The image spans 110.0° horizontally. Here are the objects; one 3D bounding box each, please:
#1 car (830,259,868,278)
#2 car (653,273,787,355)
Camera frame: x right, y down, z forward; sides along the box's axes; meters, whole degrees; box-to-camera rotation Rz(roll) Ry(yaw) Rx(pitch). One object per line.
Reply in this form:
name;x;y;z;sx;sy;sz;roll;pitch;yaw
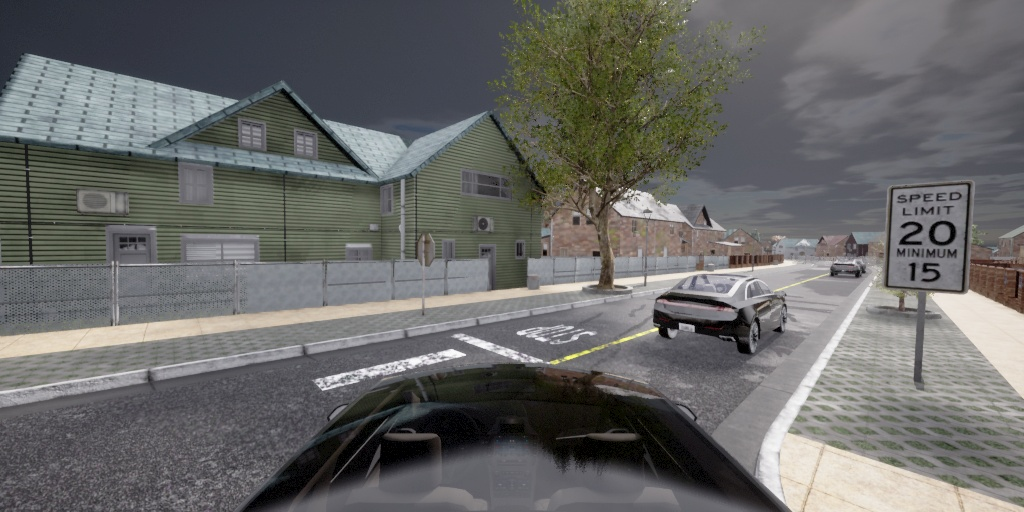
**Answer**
car;29.474;1.040;31.586;4.902;1.511;2.128;0;2;-43
car;5.199;1.181;8.702;4.902;1.511;2.128;0;2;-43
